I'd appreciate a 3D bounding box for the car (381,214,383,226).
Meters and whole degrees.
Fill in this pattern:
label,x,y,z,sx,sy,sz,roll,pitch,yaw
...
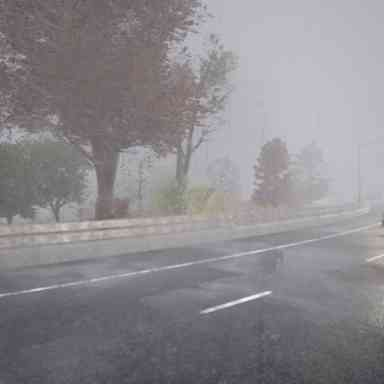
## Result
label,x,y,z,sx,sy,sz,roll,pitch,yaw
car,13.786,1.565,21.595,2.033,1.411,5.357,0,0,41

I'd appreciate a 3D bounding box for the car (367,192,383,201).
label,x,y,z,sx,sy,sz,roll,pitch,yaw
car,42.954,1.120,79.289,2.150,2.045,5.566,0,0,4

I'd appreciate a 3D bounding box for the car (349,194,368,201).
label,x,y,z,sx,sy,sz,roll,pitch,yaw
car,39.480,1.499,79.703,1.895,1.301,4.718,0,0,4
